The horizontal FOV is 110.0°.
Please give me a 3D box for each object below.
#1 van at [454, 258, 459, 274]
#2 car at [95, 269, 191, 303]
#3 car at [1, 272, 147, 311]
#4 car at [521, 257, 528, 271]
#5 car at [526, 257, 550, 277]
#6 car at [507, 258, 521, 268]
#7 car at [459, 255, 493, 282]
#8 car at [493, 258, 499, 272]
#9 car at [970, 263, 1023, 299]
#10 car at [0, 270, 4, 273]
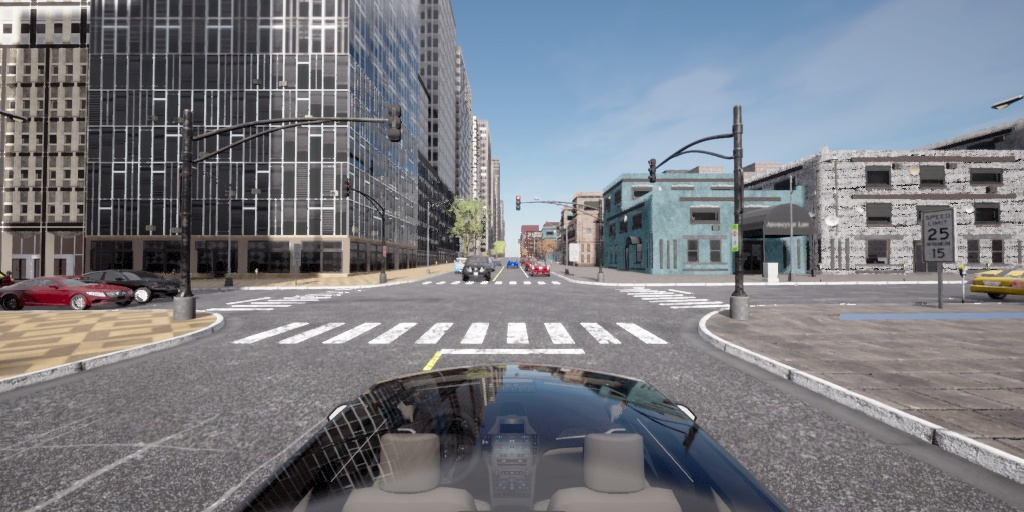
[{"bbox_3d":[-5.677,1.096,41.540,1.690,1.789,3.998,0,0,0],"label":"van"},{"bbox_3d":[-17.888,1.359,16.681,5.008,1.535,1.882,-1,-1,0],"label":"car"},{"bbox_3d":[-17.415,1.413,14.069,4.207,1.307,1.802,0,0,1],"label":"car"},{"bbox_3d":[2.706,1.070,47.250,2.192,1.841,5.009,0,0,0],"label":"car"},{"bbox_3d":[2.702,1.194,35.902,1.967,1.591,4.097,0,0,0],"label":"car"},{"bbox_3d":[0.120,1.233,61.544,1.882,1.535,5.008,0,0,0],"label":"car"},{"bbox_3d":[-2.847,0.975,29.332,2.150,2.045,5.566,0,0,-4],"label":"car"},{"bbox_3d":[-3.086,1.302,45.765,2.033,1.411,5.357,0,0,0],"label":"car"},{"bbox_3d":[20.694,0.994,13.691,4.829,1.417,1.751,0,0,1],"label":"car"},{"bbox_3d":[-23.098,1.325,14.125,4.097,1.591,1.967,0,0,1],"label":"car"}]
